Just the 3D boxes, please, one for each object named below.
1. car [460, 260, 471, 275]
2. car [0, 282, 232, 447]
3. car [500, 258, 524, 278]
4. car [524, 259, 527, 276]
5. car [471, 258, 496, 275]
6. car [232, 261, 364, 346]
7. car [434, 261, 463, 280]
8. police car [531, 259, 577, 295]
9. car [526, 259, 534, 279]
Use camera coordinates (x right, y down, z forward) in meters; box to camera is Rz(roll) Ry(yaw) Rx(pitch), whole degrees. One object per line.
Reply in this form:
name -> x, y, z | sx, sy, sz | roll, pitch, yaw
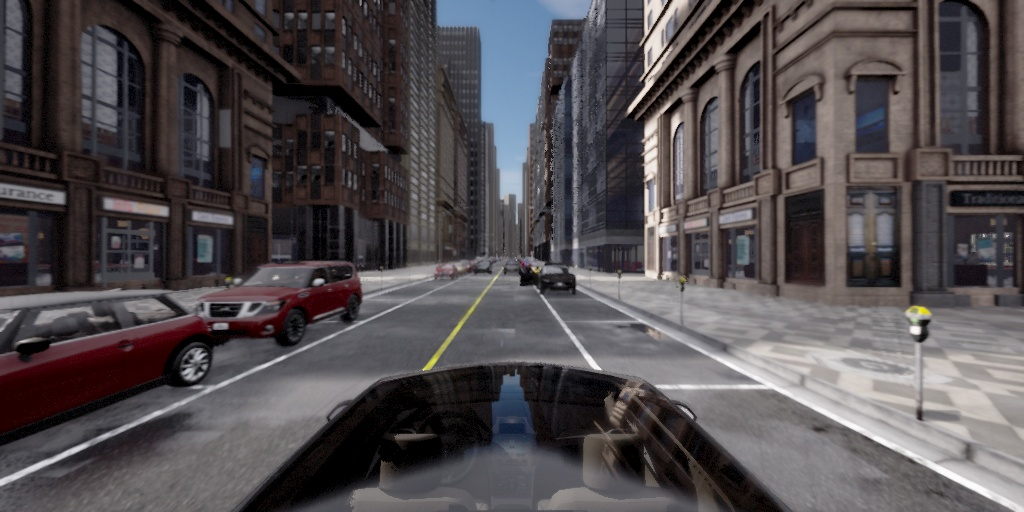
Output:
car -> -5.767, 1.302, 37.451 | 1.751, 1.417, 4.829 | 0, 0, 0
car -> -5.763, 1.192, 4.010 | 1.967, 1.591, 4.097 | 0, 0, 0
car -> 0.019, 1.270, 40.582 | 2.128, 1.511, 4.902 | 0, 0, 1
car -> 2.757, 1.326, 43.233 | 1.888, 1.381, 4.507 | 0, 0, 0
car -> -3.095, 1.282, 39.216 | 1.837, 1.490, 4.892 | 0, 0, 0
car -> -5.764, 1.070, 9.612 | 2.192, 1.841, 5.009 | 0, 0, 0
car -> -5.767, 1.354, 32.019 | 1.802, 1.307, 4.207 | 0, 0, 0
police car -> 2.364, 1.188, 20.216 | 1.930, 1.638, 5.238 | 0, 0, 0
car -> 2.758, 1.302, 37.800 | 1.751, 1.417, 4.829 | 0, 0, 0
